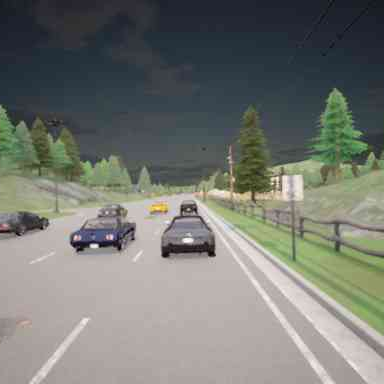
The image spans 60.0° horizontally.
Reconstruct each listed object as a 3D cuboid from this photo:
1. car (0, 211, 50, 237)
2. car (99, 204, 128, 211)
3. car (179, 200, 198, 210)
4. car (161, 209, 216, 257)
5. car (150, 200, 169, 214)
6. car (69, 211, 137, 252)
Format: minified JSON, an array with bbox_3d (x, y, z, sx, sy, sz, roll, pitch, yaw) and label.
[{"bbox_3d":[-10.711,1.878,20.471,2.033,1.411,5.357,-1,0,-1],"label":"car"},{"bbox_3d":[-7.306,1.837,31.022,2.033,1.411,5.357,-1,0,-1],"label":"car"},{"bbox_3d":[-0.355,1.622,36.233,1.882,1.535,5.008,-1,0,-1],"label":"car"},{"bbox_3d":[-0.151,1.617,13.290,1.994,1.385,4.181,-1,0,-1],"label":"car"},{"bbox_3d":[-3.891,1.720,40.052,1.882,1.535,5.008,-1,0,0],"label":"car"},{"bbox_3d":[-3.669,1.743,14.647,1.895,1.301,4.718,-1,0,0],"label":"car"}]
